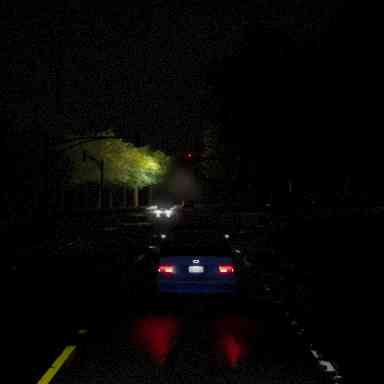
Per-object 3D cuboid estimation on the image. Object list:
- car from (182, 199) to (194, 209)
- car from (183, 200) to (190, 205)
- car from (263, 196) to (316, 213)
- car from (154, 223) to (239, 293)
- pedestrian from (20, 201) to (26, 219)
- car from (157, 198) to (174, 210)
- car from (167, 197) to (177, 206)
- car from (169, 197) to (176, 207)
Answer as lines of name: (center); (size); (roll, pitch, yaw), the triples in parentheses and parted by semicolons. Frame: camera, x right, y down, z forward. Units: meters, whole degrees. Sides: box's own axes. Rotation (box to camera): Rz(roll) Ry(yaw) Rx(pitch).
car: (-0.625, 2.008, 55.827); (1.837, 1.490, 4.892); (0, -1, -1)
car: (-1.526, 2.963, 90.978); (1.895, 1.301, 4.718); (0, -2, -1)
car: (8.961, 1.122, 30.728); (4.674, 1.442, 1.812); (-2, -1, 2)
car: (0.087, 1.550, 8.974); (2.033, 1.411, 5.357); (0, 0, 0)
pedestrian: (-18.100, 1.917, 35.640); (0.375, 1.860, 0.375); (0, 1, 2)
car: (-4.182, 2.000, 49.804); (1.895, 1.301, 4.718); (0, -1, -1)
car: (-4.761, 2.226, 79.318); (2.150, 2.045, 5.566); (0, -1, -1)
car: (-4.370, 1.910, 58.908); (2.097, 1.767, 4.553); (0, -1, -1)
